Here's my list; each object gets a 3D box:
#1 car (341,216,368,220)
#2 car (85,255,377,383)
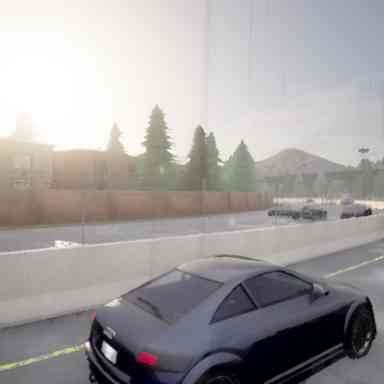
[{"bbox_3d":[14.328,1.767,28.746,1.882,1.535,5.008,0,0,36],"label":"car"},{"bbox_3d":[0.751,1.600,4.580,4.181,1.385,1.994,1,0,-38],"label":"car"}]
